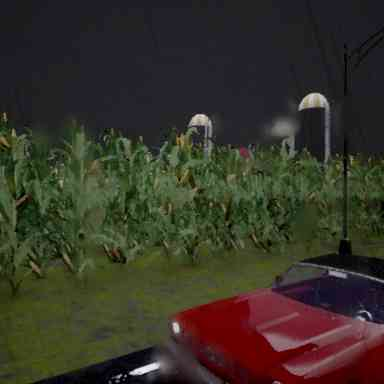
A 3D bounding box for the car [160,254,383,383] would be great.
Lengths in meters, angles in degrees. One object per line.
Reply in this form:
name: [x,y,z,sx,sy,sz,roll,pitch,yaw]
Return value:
car: [1.986,1.613,4.368,4.718,1.301,1.895,0,0,-36]
